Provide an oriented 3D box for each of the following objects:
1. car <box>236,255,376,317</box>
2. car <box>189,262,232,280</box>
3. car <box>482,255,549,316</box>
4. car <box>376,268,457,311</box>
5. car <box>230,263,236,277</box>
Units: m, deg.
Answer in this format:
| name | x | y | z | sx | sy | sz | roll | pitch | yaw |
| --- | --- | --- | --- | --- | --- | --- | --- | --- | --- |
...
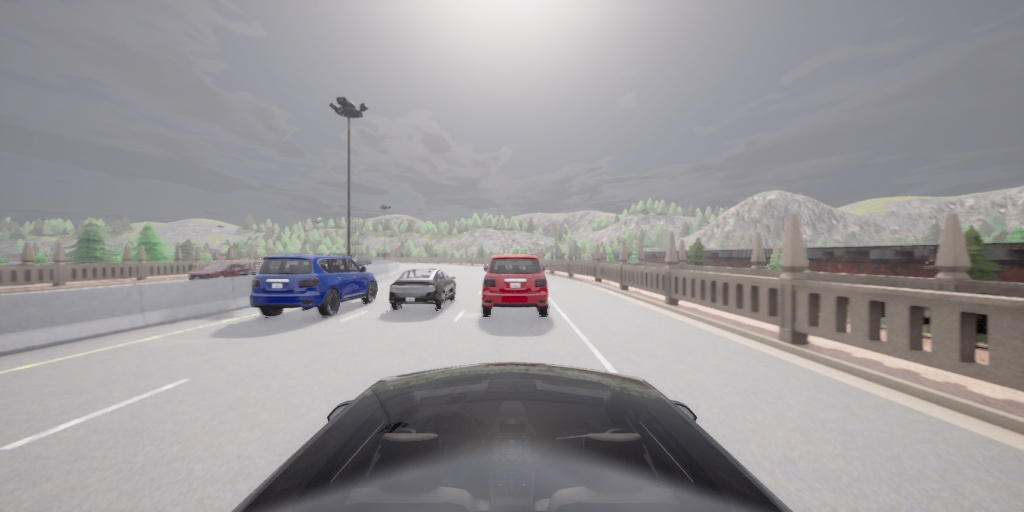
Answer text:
| name | x | y | z | sx | sy | sz | roll | pitch | yaw |
| --- | --- | --- | --- | --- | --- | --- | --- | --- | --- |
| car | -6.907 | 0.972 | 13.223 | 2.150 | 2.045 | 5.566 | 0 | 0 | 0 |
| car | -21.663 | 1.229 | 26.930 | 1.882 | 1.535 | 5.008 | 0 | 0 | -6 |
| car | 0.094 | 0.972 | 13.405 | 2.150 | 2.045 | 5.566 | 0 | 0 | 0 |
| car | -3.413 | 1.242 | 14.421 | 2.128 | 1.511 | 4.902 | 0 | 0 | 0 |
| car | -18.082 | 1.352 | 26.544 | 1.895 | 1.301 | 4.718 | 0 | 0 | -5 |
